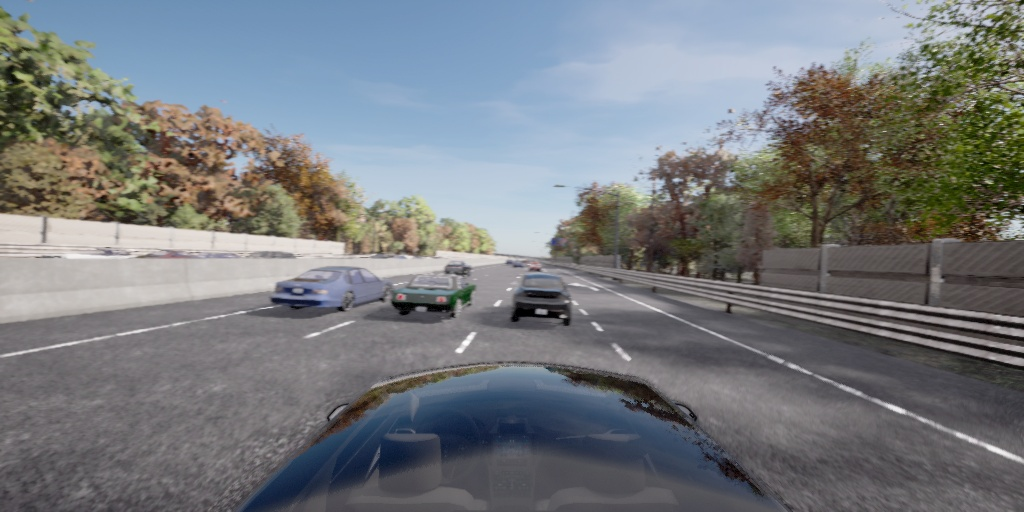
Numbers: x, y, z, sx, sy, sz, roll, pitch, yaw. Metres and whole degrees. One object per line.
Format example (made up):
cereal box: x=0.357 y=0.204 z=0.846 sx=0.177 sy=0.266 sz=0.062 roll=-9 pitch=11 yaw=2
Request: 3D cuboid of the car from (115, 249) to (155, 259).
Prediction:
car: x=-22.927 y=0.299 z=23.863 sx=1.994 sy=1.385 sz=4.181 roll=3 pitch=0 yaw=4

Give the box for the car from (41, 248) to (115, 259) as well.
car: x=-26.486 y=0.153 z=23.003 sx=1.895 sy=1.301 sz=4.718 roll=3 pitch=0 yaw=4

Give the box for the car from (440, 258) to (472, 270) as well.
car: x=-4.818 y=1.179 z=32.362 sx=2.128 sy=1.511 sz=4.902 roll=3 pitch=0 yaw=3

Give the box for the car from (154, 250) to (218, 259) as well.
car: x=-19.452 y=0.454 z=23.456 sx=2.033 sy=1.411 sz=5.357 roll=3 pitch=0 yaw=4

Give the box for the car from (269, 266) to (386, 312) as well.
car: x=-6.004 y=1.062 z=12.794 sx=2.033 sy=1.411 sz=5.357 roll=3 pitch=0 yaw=3

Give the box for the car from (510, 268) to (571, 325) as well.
car: x=0.997 y=1.369 z=12.661 sx=1.837 sy=1.490 sz=4.892 roll=3 pitch=0 yaw=3

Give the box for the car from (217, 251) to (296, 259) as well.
car: x=-15.952 y=0.430 z=23.258 sx=2.097 sy=1.767 sz=4.553 roll=3 pitch=0 yaw=4

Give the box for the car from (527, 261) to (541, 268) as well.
car: x=3.722 y=1.863 z=57.990 sx=1.895 sy=1.301 sz=4.718 roll=3 pitch=0 yaw=3

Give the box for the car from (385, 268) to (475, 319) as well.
car: x=-2.509 y=1.289 z=12.706 sx=1.895 sy=1.301 sz=4.718 roll=3 pitch=0 yaw=3
